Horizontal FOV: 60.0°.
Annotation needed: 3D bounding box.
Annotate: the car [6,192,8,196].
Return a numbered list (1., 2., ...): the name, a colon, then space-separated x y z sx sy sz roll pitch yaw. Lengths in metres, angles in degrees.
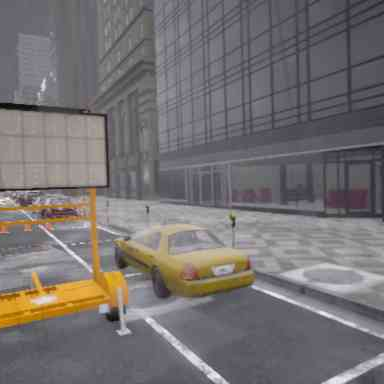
1. car: -40.416 0.514 75.793 2.192 1.841 5.009 -3 2 -30

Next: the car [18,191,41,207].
1. car: -17.601 0.804 36.873 2.192 1.841 5.009 -3 2 -30

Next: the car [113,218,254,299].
1. car: -0.577 1.300 7.868 1.752 1.417 4.829 -2 2 -29

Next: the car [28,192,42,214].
1. car: -11.892 1.015 27.146 1.967 1.590 4.097 -3 2 -30

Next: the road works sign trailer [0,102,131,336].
1. road works sign trailer: -2.630 0.366 5.622 2.380 3.560 2.880 -3 2 -30

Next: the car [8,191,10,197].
1. car: -37.556 0.792 70.933 1.947 1.339 4.313 -3 2 -30

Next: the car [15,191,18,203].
1. car: -20.452 0.764 41.737 2.192 1.841 5.009 -3 2 -30

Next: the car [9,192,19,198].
1. car: -43.260 0.715 80.665 1.887 1.381 4.507 -3 2 -30

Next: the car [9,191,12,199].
1. car: -34.705 0.838 66.070 1.802 1.307 4.206 -3 2 -30

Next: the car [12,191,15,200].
1. car: -26.152 0.810 51.471 1.967 1.590 4.097 -3 2 -30

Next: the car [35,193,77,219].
1. car: -9.041 1.062 22.282 1.967 1.590 4.097 -3 2 -30
